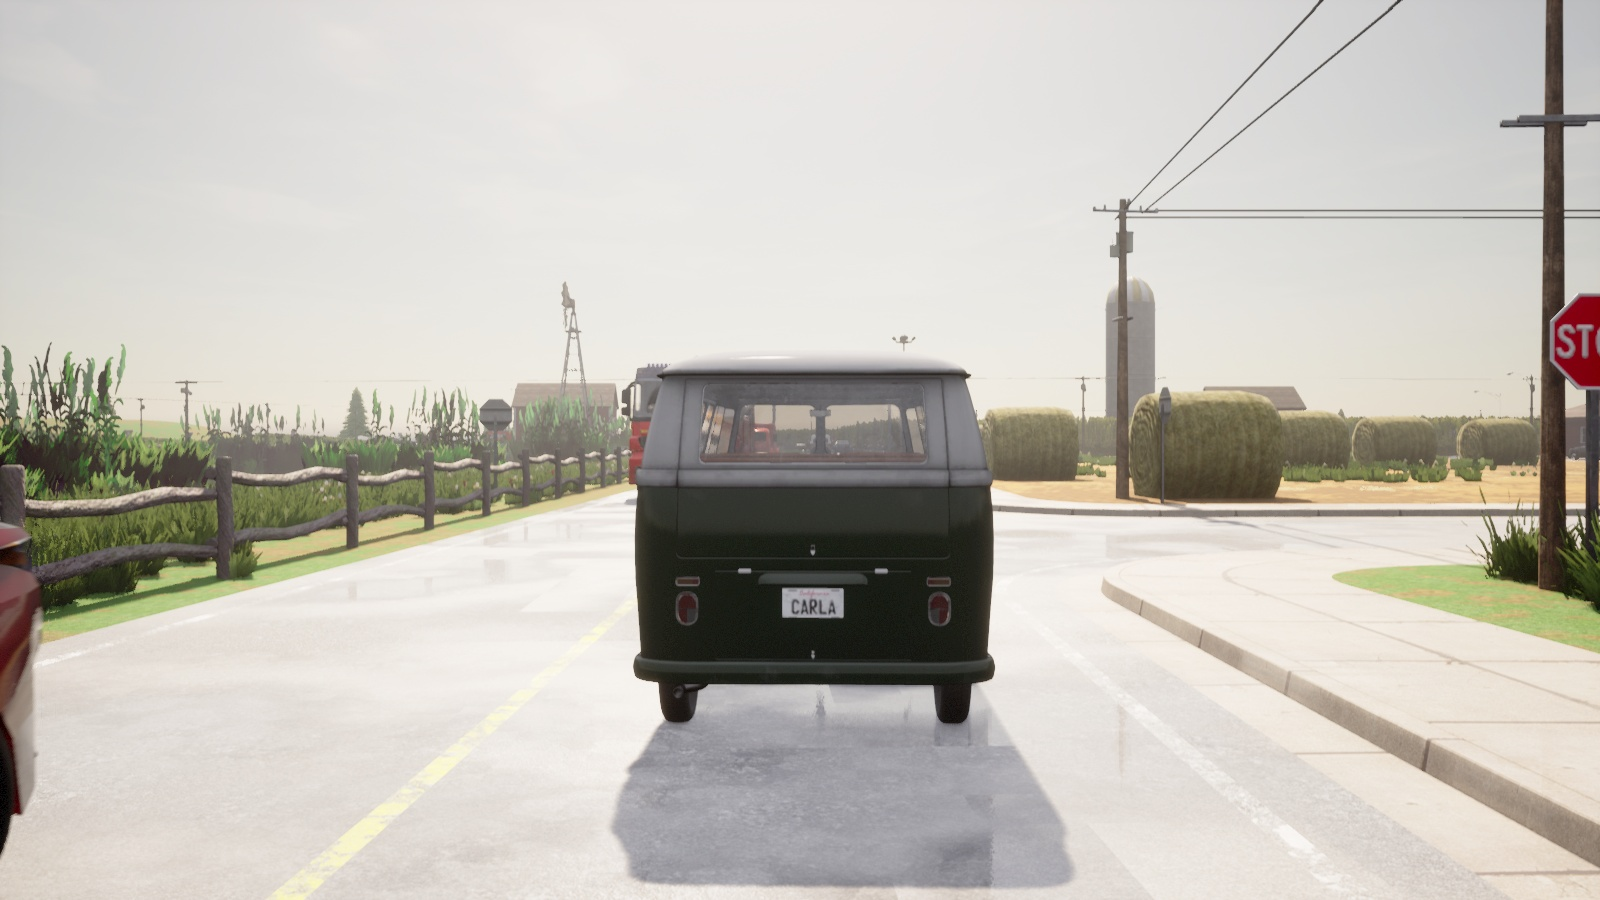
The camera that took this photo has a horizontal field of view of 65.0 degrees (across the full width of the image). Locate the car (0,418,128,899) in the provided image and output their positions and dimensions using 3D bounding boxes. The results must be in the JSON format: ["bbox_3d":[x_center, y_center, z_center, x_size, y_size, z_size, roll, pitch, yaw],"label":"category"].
[{"bbox_3d":[-3.459,0.675,2.277,2.007,1.525,4.514,0,0,1],"label":"car"}]

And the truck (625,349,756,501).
[{"bbox_3d":[-2.906,-0.659,35.842,2.891,3.827,8.468,0,1,1],"label":"truck"}]

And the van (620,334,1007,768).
[{"bbox_3d":[0.113,0.446,7.985,1.775,1.987,4.442,0,0,1],"label":"van"}]
